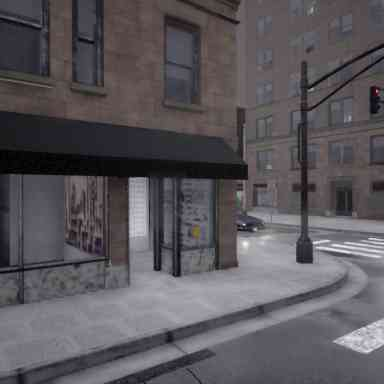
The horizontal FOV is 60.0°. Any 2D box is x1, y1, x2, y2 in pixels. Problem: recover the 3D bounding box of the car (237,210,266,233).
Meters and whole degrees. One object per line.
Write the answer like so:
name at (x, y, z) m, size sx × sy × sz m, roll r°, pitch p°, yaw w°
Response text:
car at (1.724, 1.543, 19.318) m, size 2.033 × 1.411 × 5.357 m, roll 0°, pitch 0°, yaw -36°
